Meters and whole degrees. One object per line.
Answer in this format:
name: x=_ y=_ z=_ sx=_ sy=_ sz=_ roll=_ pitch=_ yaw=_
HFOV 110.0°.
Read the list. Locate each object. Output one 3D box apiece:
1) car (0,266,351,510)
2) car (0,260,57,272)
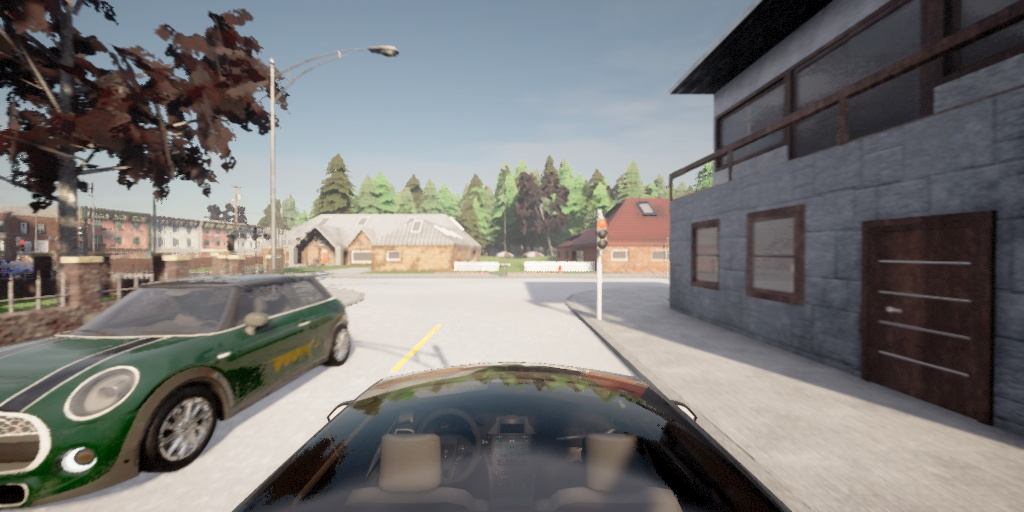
car: x=-4.057 y=1.068 z=4.764 sx=2.097 sy=1.767 sz=4.553 roll=0 pitch=1 yaw=0
car: x=-30.362 y=1.006 z=21.815 sx=5.008 sy=1.535 sz=1.882 roll=0 pitch=1 yaw=0
